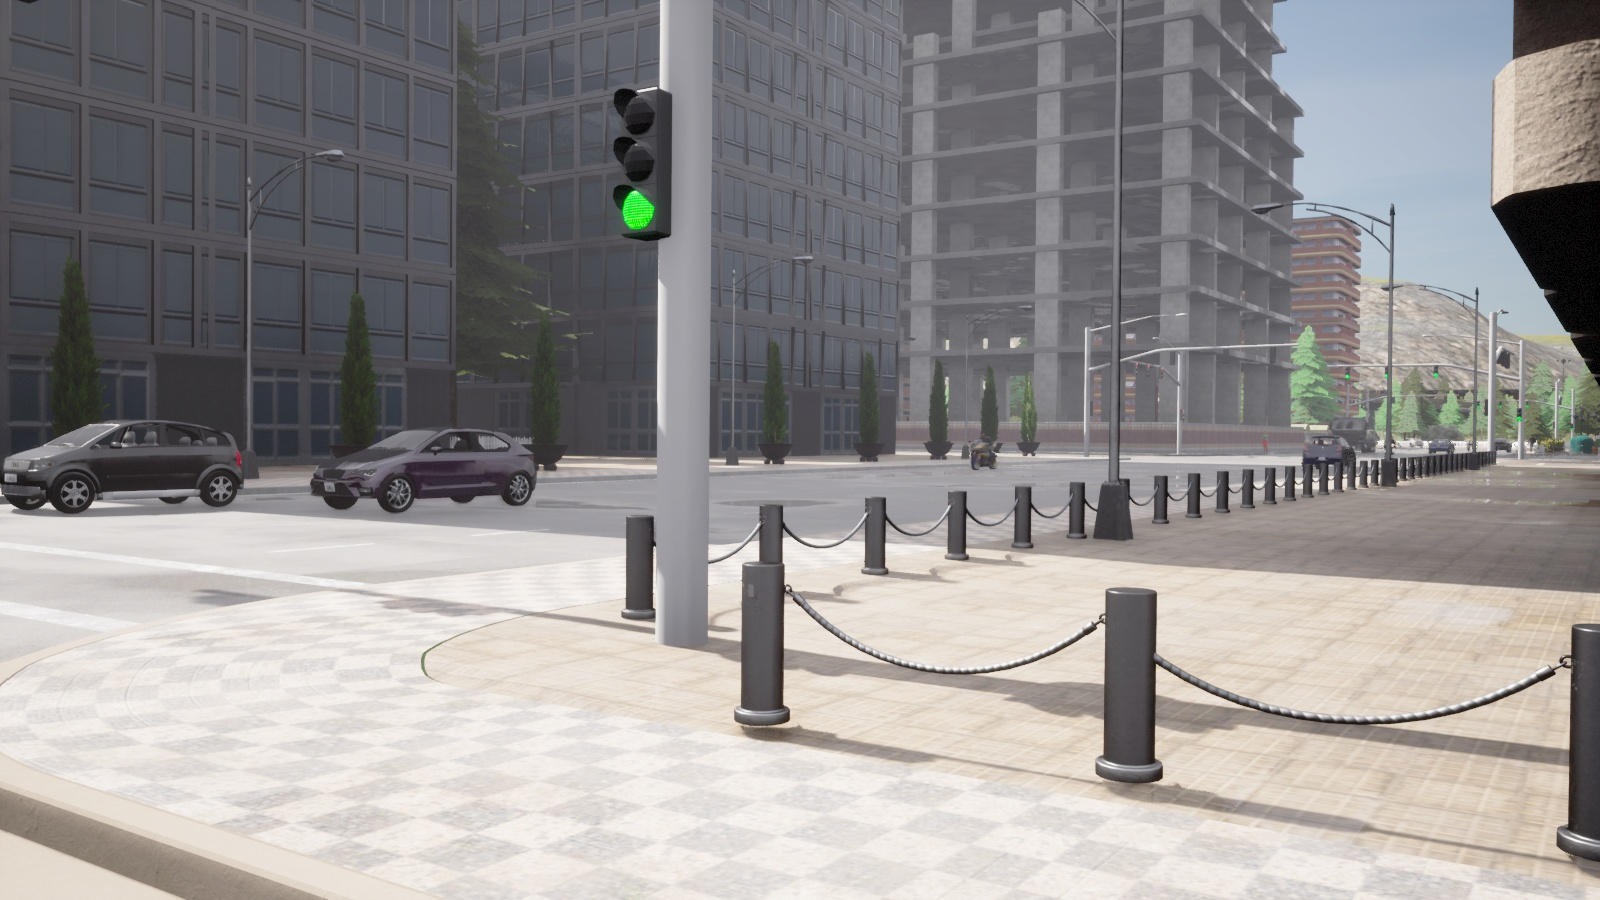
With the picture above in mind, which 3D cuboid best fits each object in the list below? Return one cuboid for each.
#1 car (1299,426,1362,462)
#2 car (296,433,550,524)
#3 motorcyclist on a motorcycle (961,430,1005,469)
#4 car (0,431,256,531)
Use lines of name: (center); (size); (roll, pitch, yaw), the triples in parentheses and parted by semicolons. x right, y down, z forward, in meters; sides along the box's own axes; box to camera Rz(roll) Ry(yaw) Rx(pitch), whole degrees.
car: (23.086, -0.265, 54.609); (1.845, 1.501, 3.633); (0, 1, 34)
car: (-6.723, 0.438, 22.796); (1.816, 1.474, 4.193); (0, 1, 34)
motorcyclist on a motorcycle: (7.299, -0.038, 49.930); (0.866, 1.530, 2.191); (0, 1, 34)
car: (-11.657, 0.462, 21.730); (1.789, 1.549, 3.705); (0, 1, 34)
